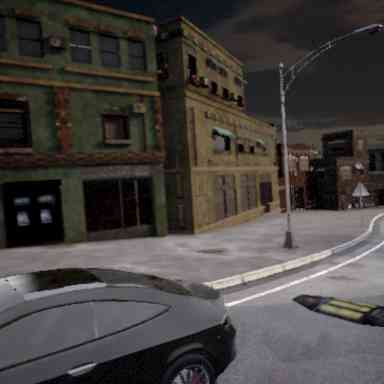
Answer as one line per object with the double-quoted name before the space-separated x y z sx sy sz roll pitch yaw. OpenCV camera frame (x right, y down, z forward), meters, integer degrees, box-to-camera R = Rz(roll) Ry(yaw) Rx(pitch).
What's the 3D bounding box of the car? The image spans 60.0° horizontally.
"car" -1.593 1.554 3.127 4.674 1.442 1.812 0 0 -37
